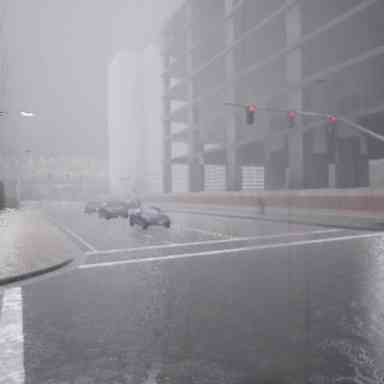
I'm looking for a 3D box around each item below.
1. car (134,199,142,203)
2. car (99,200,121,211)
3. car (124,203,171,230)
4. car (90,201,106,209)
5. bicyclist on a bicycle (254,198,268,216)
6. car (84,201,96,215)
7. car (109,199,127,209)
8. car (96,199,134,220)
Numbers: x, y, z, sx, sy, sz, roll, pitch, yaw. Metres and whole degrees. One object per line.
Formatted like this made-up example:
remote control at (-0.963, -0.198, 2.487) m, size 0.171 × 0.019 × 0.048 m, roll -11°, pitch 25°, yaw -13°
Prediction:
car at (-9.246, 1.850, 51.600) m, size 2.097 × 1.767 × 4.553 m, roll -1°, pitch 0°, yaw -26°
car at (-12.368, 2.033, 50.022) m, size 2.128 × 1.511 × 4.902 m, roll -1°, pitch 0°, yaw -26°
car at (-3.061, 1.756, 23.462) m, size 1.812 × 1.442 × 4.674 m, roll -1°, pitch 0°, yaw -27°
car at (-16.426, 2.220, 57.963) m, size 1.994 × 1.385 × 4.181 m, roll -1°, pitch 0°, yaw -27°
bicyclist on a bicycle at (6.466, 1.417, 31.132) m, size 1.656 × 1.620 × 0.582 m, roll -1°, pitch 0°, yaw -27°
car at (-12.261, 1.983, 41.724) m, size 2.128 × 1.511 × 4.902 m, roll -1°, pitch 0°, yaw -27°
car at (-13.301, 2.117, 59.538) m, size 1.837 × 1.490 × 4.892 m, roll -1°, pitch 0°, yaw -27°
car at (-7.639, 1.712, 32.516) m, size 2.097 × 1.767 × 4.553 m, roll -1°, pitch 0°, yaw -27°
